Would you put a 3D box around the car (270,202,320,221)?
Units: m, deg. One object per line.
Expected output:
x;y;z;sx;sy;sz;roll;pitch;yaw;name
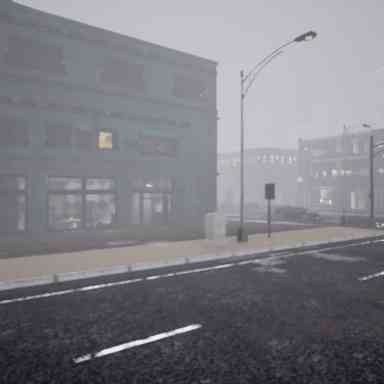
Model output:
9.775;1.958;31.075;1.947;1.339;4.313;-1;0;-35;car

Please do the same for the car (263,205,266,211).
11.857;2.000;42.803;2.008;1.369;4.403;-1;0;-35;car

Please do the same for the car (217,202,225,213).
1.819;1.991;42.447;1.967;1.590;4.097;-1;0;-35;car

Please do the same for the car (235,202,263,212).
8.646;2.095;47.311;1.802;1.307;4.206;-1;0;-35;car

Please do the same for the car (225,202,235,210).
5.435;2.157;51.819;1.802;1.307;4.206;-1;0;-35;car
